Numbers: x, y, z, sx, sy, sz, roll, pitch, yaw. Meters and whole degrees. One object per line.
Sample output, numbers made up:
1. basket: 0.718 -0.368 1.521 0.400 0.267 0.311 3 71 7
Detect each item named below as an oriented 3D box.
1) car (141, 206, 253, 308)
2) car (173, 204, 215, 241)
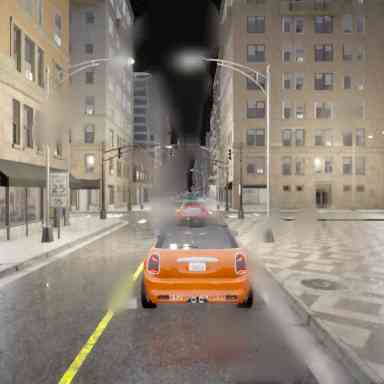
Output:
1. car: 0.089 1.352 8.056 2.097 1.767 4.553 0 0 0
2. car: 0.084 1.477 17.656 1.882 1.535 5.008 0 0 0
